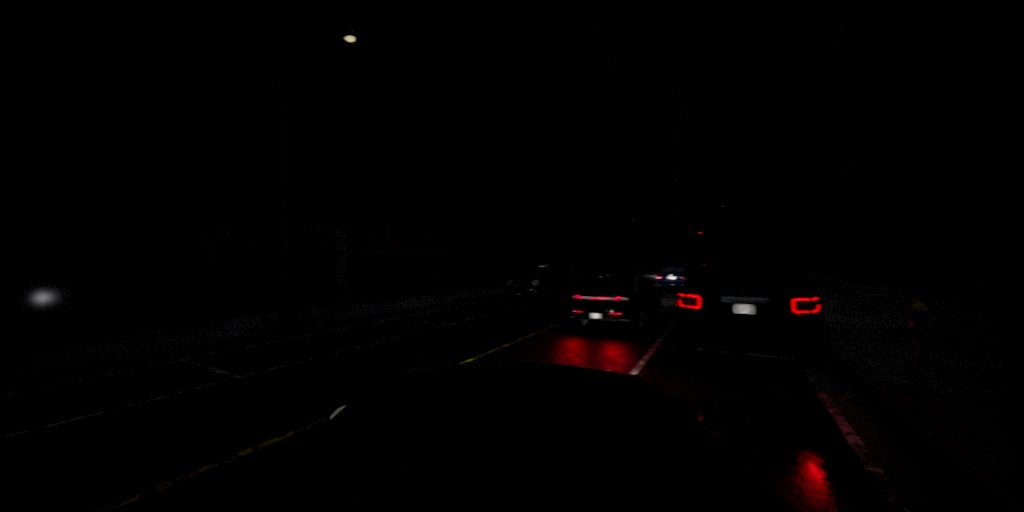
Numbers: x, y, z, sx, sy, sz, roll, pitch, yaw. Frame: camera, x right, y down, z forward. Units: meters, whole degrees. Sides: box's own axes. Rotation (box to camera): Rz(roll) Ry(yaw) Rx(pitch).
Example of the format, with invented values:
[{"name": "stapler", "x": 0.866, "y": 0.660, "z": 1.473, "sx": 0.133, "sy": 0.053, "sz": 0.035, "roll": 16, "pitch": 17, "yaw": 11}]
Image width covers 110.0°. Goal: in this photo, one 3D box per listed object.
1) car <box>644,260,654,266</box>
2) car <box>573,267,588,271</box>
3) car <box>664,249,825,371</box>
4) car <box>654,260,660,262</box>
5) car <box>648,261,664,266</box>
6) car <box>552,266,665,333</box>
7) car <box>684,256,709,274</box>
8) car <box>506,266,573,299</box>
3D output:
[{"name": "car", "x": 18.726, "y": 1.218, "z": 47.503, "sx": 1.888, "sy": 1.381, "sz": 4.507, "roll": 0, "pitch": 0, "yaw": 31}, {"name": "car", "x": 4.281, "y": 1.406, "z": 23.600, "sx": 1.802, "sy": 1.307, "sz": 4.207, "roll": 0, "pitch": 0, "yaw": 31}, {"name": "car", "x": 4.998, "y": 0.907, "z": 7.871, "sx": 2.150, "sy": 2.045, "sz": 5.566, "roll": -2, "pitch": -1, "yaw": 31}, {"name": "car", "x": 18.750, "y": 1.128, "z": 42.460, "sx": 2.128, "sy": 1.511, "sz": 4.902, "roll": -2, "pitch": -1, "yaw": 32}, {"name": "car", "x": 10.029, "y": 1.230, "z": 21.981, "sx": 2.033, "sy": 1.411, "sz": 5.357, "roll": -2, "pitch": 0, "yaw": 30}, {"name": "car", "x": 3.310, "y": 1.239, "z": 10.877, "sx": 2.128, "sy": 1.511, "sz": 4.902, "roll": -2, "pitch": 0, "yaw": 31}, {"name": "car", "x": 19.779, "y": 0.934, "z": 38.330, "sx": 2.097, "sy": 1.767, "sz": 4.553, "roll": -2, "pitch": 0, "yaw": 31}, {"name": "car", "x": 1.392, "y": 1.292, "z": 18.820, "sx": 1.967, "sy": 1.591, "sz": 4.097, "roll": 0, "pitch": 0, "yaw": 31}]
